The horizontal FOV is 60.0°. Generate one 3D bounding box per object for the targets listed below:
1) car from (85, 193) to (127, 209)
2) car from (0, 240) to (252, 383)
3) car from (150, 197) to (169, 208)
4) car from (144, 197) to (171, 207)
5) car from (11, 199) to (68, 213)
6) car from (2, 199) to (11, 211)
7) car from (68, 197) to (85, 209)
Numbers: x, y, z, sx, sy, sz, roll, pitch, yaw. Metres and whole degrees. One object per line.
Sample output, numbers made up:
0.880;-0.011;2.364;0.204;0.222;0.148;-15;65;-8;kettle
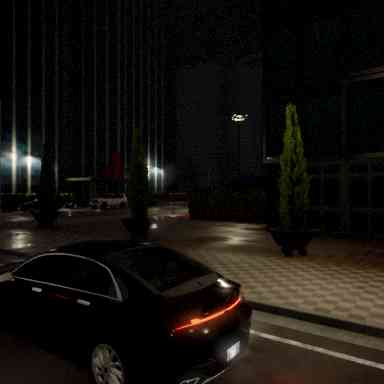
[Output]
-11.355;1.221;45.619;2.150;2.045;5.566;0;0;35;car
-1.513;1.505;5.085;4.892;1.490;1.837;0;0;36;car
-5.457;1.601;47.580;1.895;1.301;4.718;0;0;35;car
-5.549;1.564;53.853;1.994;1.385;4.181;0;0;35;car
-17.077;1.491;37.484;2.128;1.511;4.902;0;0;35;car
-21.024;1.547;37.948;2.033;1.411;5.357;0;0;35;car
-15.373;1.505;45.990;1.837;1.490;4.892;0;0;35;car
